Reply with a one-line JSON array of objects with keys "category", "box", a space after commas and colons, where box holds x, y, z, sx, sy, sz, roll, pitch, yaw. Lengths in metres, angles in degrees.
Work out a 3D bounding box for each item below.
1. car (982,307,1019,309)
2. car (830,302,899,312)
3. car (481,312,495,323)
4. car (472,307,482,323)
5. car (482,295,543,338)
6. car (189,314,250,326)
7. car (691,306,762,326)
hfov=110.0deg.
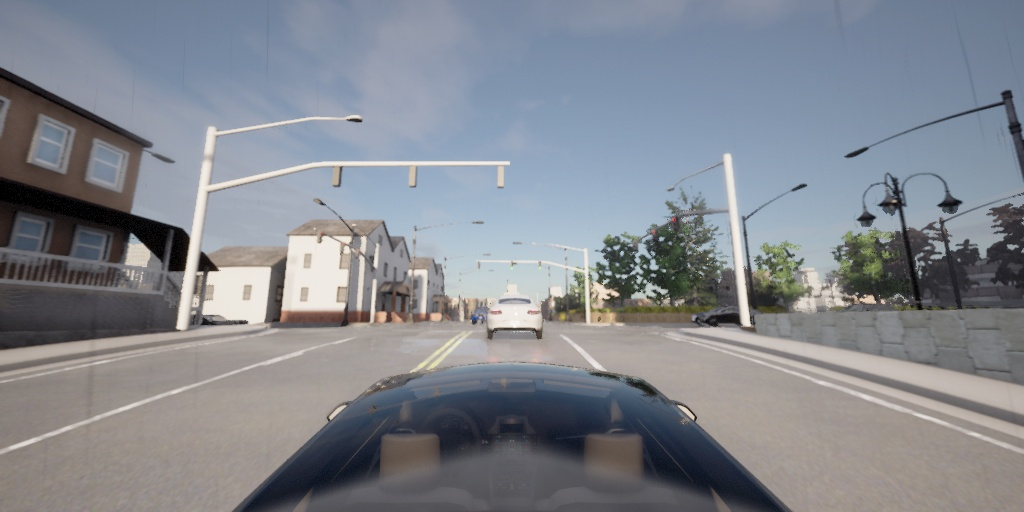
[{"category": "car", "box": [36.104, 4.470, 26.449, 5.357, 1.411, 2.033, 0, -10, 1]}, {"category": "car", "box": [25.930, 4.305, 26.635, 4.553, 1.767, 2.097, 0, -10, 1]}, {"category": "car", "box": [-3.600, 9.258, 53.901, 1.812, 1.442, 4.674, 0, -10, 0]}, {"category": "car", "box": [-3.607, 7.173, 43.762, 2.150, 2.045, 5.566, 0, -10, 0]}, {"category": "car", "box": [0.094, 2.179, 13.217, 1.812, 1.442, 4.674, 0, -8, 0]}, {"category": "car", "box": [-20.149, 4.798, 23.399, 5.566, 2.045, 2.150, -9, -10, -1]}, {"category": "car", "box": [15.988, 4.466, 26.748, 4.902, 1.511, 2.128, 0, -10, 1]}]
